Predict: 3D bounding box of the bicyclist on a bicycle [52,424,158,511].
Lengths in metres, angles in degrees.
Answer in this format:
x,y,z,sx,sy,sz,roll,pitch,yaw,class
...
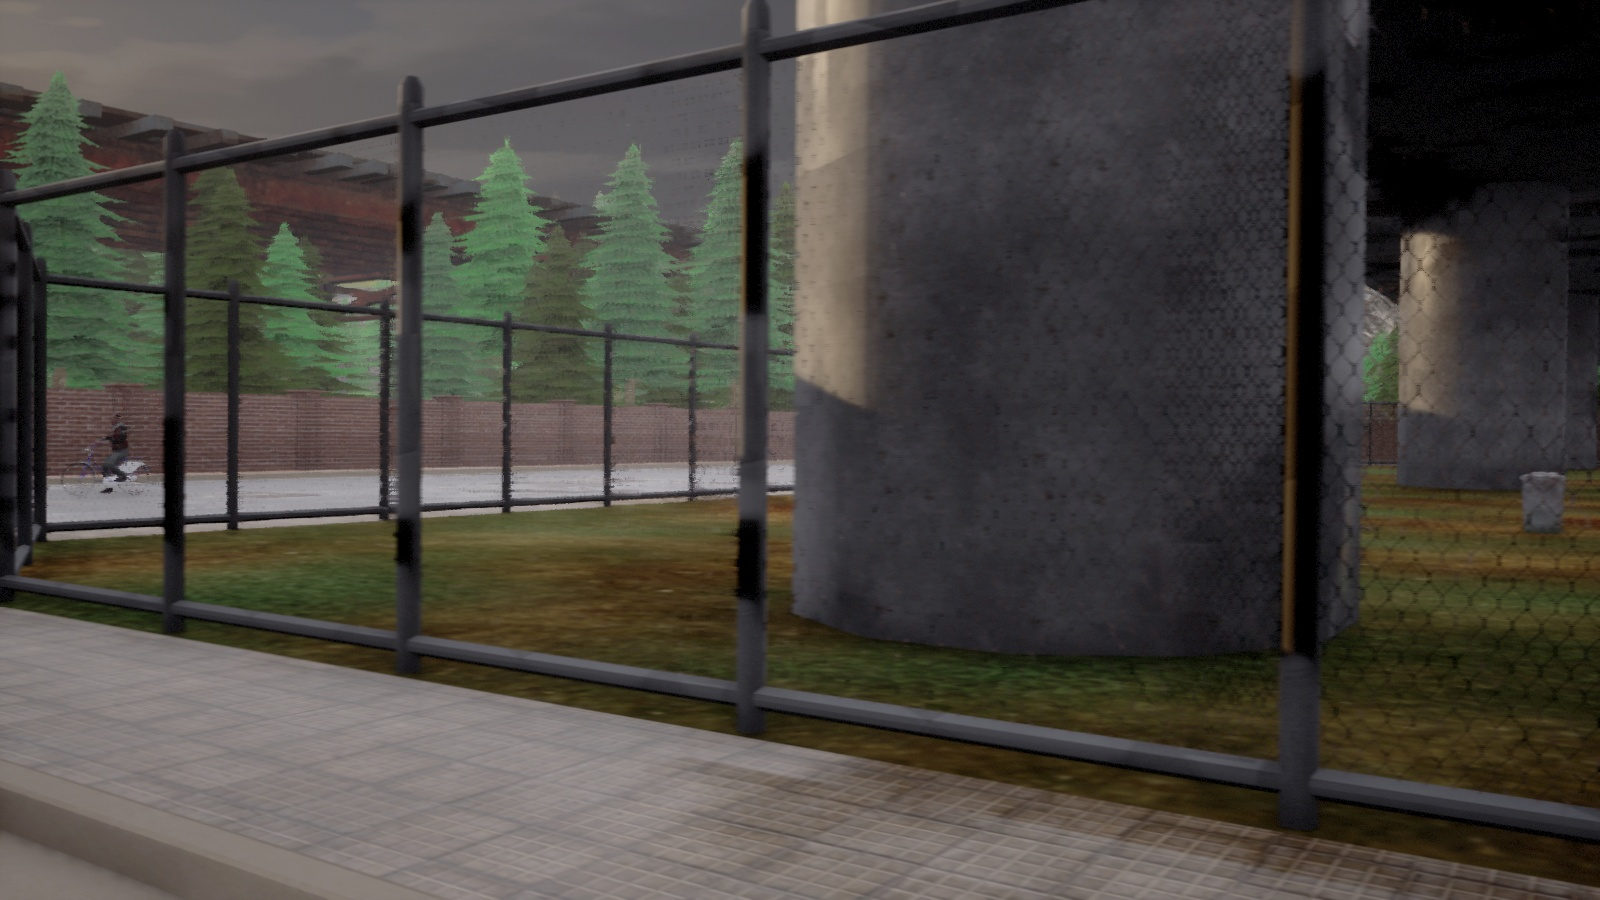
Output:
x,y,z,sx,sy,sz,roll,pitch,yaw,class
-14.698,0.355,26.606,0.659,1.776,1.843,0,1,34,bicyclist on a bicycle
